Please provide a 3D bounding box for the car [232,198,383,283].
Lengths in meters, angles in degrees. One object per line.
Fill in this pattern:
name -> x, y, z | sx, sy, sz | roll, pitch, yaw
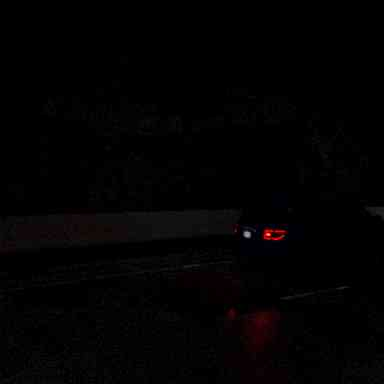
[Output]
car -> 3.853, 1.191, 9.701 | 5.566, 2.045, 2.150 | 0, 0, -25
